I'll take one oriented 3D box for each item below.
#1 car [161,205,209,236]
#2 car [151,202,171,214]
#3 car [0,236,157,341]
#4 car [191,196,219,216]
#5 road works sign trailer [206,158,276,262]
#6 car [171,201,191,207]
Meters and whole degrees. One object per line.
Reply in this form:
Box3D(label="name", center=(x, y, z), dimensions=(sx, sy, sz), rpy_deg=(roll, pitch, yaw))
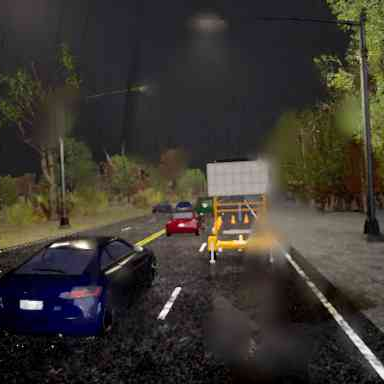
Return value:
Box3D(label="car", center=(-0.311, 1.799, 20.272), dimensions=(1.994, 1.385, 4.181), rpy_deg=(-3, 0, 8))
Box3D(label="car", center=(-3.896, 2.066, 43.935), dimensions=(2.033, 1.411, 5.357), rpy_deg=(-3, 0, 8))
Box3D(label="car", center=(-2.045, 1.581, 6.748), dimensions=(1.994, 1.385, 4.181), rpy_deg=(0, 0, 7))
Box3D(label="car", center=(1.632, 1.447, 35.031), dimensions=(2.150, 2.045, 5.566), rpy_deg=(-3, 0, 7))
Box3D(label="road works sign trailer", center=(1.801, 0.559, 12.554), dimensions=(2.380, 3.560, 2.880), rpy_deg=(-3, 0, 8))
Box3D(label="car", center=(-0.972, 1.900, 41.370), dimensions=(1.812, 1.442, 4.674), rpy_deg=(-3, 0, 8))
